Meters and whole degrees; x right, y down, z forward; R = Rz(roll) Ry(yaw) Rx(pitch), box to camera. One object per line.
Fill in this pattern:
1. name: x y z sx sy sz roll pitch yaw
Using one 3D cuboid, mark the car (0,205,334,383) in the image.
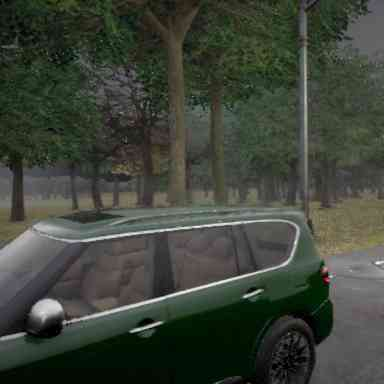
1. car: -0.847 1.209 3.387 5.566 2.045 2.150 -1 0 -35
